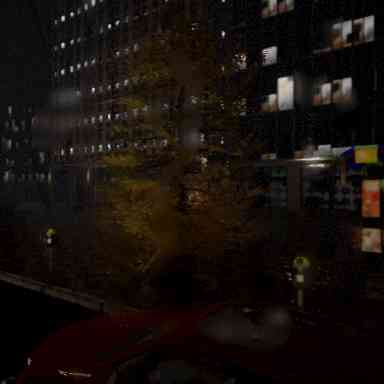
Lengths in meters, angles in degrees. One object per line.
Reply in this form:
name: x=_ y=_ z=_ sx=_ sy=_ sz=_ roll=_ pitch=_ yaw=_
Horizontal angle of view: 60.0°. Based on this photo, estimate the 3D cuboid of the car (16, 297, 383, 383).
car: x=0.286 y=1.583 z=2.663 sx=4.206 sy=1.307 sz=1.802 roll=0 pitch=0 yaw=35
